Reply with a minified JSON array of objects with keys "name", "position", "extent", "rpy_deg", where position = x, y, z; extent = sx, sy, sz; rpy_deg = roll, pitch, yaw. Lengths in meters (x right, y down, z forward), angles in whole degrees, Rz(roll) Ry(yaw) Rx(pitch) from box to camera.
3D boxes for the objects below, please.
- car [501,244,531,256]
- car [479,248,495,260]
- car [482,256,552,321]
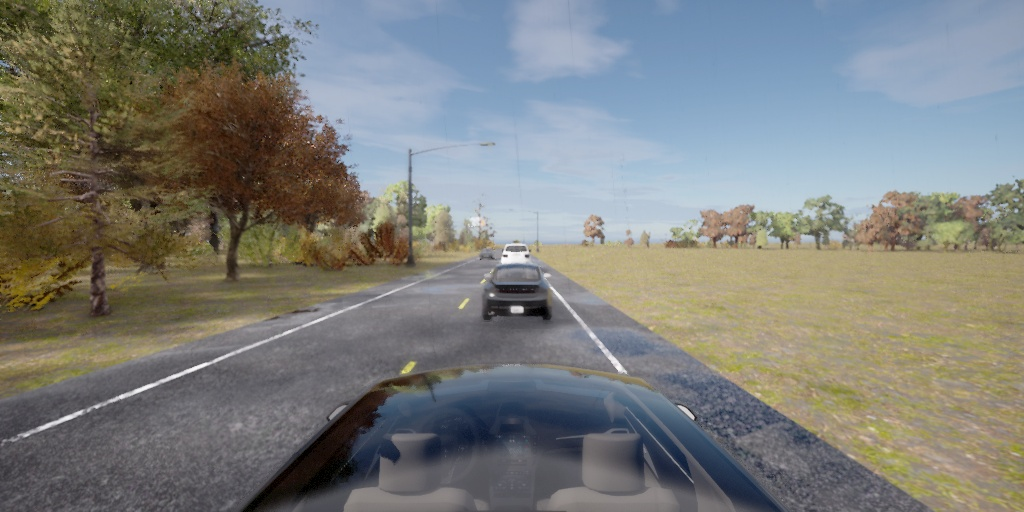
[{"name":"car","position":[0.338,0.074,28.564],"extent":[2.150,2.045,5.566],"rpy_deg":[0,2,1]},{"name":"car","position":[-3.166,-0.237,46.314],"extent":[1.837,1.490,4.892],"rpy_deg":[0,2,1]},{"name":"car","position":[0.158,0.946,11.008],"extent":[1.837,1.490,4.892],"rpy_deg":[0,2,1]}]
